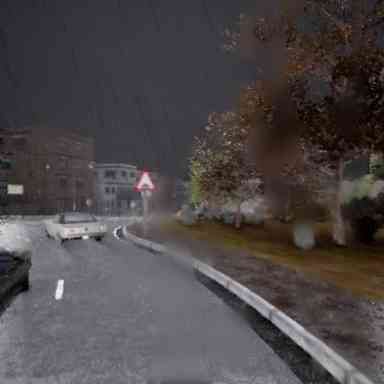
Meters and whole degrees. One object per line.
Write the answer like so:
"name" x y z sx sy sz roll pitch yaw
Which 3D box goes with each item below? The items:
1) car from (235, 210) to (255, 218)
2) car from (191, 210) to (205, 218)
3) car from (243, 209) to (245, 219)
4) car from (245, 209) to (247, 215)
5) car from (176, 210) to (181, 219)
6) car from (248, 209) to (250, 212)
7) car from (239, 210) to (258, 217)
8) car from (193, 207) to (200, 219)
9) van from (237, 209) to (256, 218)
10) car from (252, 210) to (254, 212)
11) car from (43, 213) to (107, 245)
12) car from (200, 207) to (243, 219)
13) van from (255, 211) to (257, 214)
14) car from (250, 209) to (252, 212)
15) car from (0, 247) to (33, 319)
"car" 12.383 5.142 77.833 4.553 1.767 2.185 0 -3 15
"car" 1.253 4.586 69.839 1.882 1.535 5.008 0 -4 15
"car" 4.754 3.273 48.434 5.008 1.535 2.097 0 -4 15
"car" 5.457 3.470 51.089 4.892 1.521 2.231 0 -4 15
"car" -1.377 4.002 59.738 1.882 1.535 5.008 0 -4 15
"car" 6.658 3.854 56.457 5.366 1.575 1.946 0 -4 15
"car" 14.490 5.593 85.681 4.553 1.767 2.185 0 -3 15
"car" 1.883 3.751 59.369 2.150 2.045 5.566 0 -4 15
"van" 13.656 5.348 83.063 4.442 1.987 1.878 0 -3 15
"car" 9.610 4.625 67.047 4.674 1.452 2.002 0 -4 15
"car" -5.787 1.648 16.004 1.895 1.301 4.718 0 0 -35
"car" 4.060 3.074 45.776 4.892 1.521 2.231 0 -4 15
"van" 11.801 4.870 75.015 4.442 1.987 1.878 0 -4 15
"car" 8.192 4.105 61.740 4.553 1.767 2.185 0 -4 15
"car" -4.189 1.634 5.976 1.895 1.301 4.718 0 0 -17
